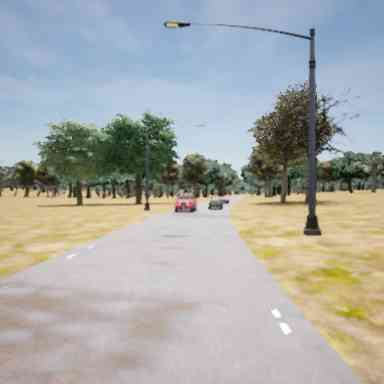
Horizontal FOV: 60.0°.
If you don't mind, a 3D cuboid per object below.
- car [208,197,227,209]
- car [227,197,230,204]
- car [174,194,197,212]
[{"bbox_3d":[3.337,1.534,45.816,2.128,1.511,4.902,0,0,8],"label":"car"},{"bbox_3d":[6.308,1.603,64.386,1.895,1.301,4.718,0,0,10],"label":"car"},{"bbox_3d":[-0.655,1.250,39.366,2.150,2.045,5.566,0,0,7],"label":"car"}]
